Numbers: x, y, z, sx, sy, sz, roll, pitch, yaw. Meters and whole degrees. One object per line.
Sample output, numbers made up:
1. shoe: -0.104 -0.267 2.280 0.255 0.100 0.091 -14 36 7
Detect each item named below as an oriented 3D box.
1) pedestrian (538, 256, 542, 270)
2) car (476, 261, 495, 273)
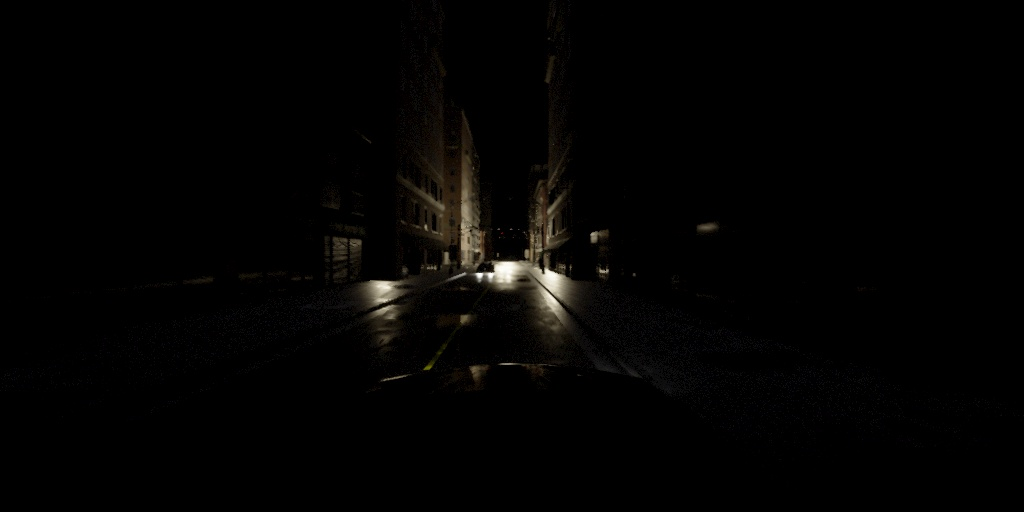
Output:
1. pedestrian: 3.644 0.850 46.825 0.375 1.860 0.375 0 0 0
2. car: -3.011 1.276 42.111 1.994 1.385 4.181 0 0 0
